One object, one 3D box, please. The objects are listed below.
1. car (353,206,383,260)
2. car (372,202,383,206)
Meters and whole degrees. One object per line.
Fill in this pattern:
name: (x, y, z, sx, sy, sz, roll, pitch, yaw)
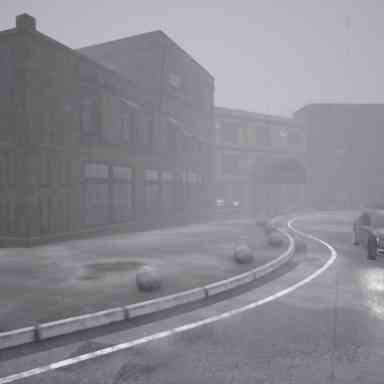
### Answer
car: (7.086, 1.466, 11.995, 1.837, 1.490, 4.892, 1, 1, 17)
car: (19.397, 1.201, 30.496, 5.357, 1.411, 2.033, 0, 0, -9)
